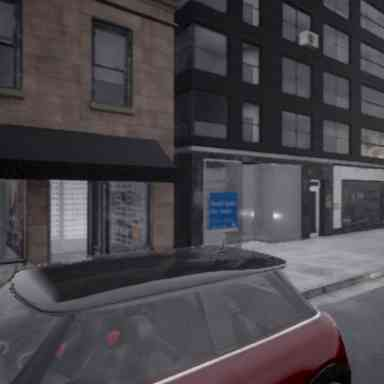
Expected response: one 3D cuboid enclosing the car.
[{"bbox_3d":[-0.843,1.351,2.465,4.553,1.767,2.097,0,0,-36],"label":"car"}]
